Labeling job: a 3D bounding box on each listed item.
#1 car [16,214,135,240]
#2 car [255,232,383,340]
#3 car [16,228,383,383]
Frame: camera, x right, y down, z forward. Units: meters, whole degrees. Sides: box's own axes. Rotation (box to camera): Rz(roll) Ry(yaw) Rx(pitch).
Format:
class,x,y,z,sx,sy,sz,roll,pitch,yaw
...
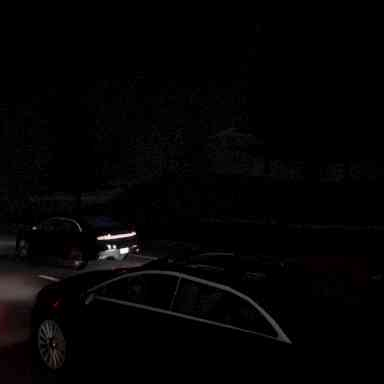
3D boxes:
class,x,y,z,sx,sy,sz,roll,pitch,yaw
car,-3.925,1.477,11.001,4.902,1.511,2.128,0,0,36
car,3.656,1.601,5.683,4.718,1.301,1.895,0,0,36
car,-0.021,1.490,4.002,4.902,1.511,2.128,0,0,35
